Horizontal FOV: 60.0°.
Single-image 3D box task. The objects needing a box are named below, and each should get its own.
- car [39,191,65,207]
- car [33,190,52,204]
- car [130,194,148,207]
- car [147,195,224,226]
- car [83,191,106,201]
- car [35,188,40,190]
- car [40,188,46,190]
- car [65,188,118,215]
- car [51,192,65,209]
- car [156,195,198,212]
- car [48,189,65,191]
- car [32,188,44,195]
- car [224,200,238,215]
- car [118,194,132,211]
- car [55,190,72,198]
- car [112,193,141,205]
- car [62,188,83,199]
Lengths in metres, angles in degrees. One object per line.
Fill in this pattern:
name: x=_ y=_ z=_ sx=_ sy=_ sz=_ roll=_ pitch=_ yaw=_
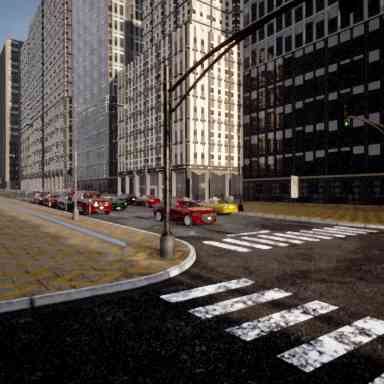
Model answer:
car: x=-14.942 y=0.861 z=36.329 sx=1.887 sy=1.381 sz=4.507 roll=1 pitch=0 yaw=-36
car: x=-18.254 y=0.793 z=40.869 sx=1.802 sy=1.307 sz=4.206 roll=1 pitch=0 yaw=-36
car: x=-4.867 y=0.977 z=36.734 sx=1.802 sy=1.307 sz=4.206 roll=1 pitch=0 yaw=-36
car: x=-0.540 y=1.177 z=20.942 sx=1.882 sy=1.535 sz=5.008 roll=0 pitch=1 yaw=-38
car: x=-14.800 y=0.646 z=50.356 sx=1.947 sy=1.339 sz=4.313 roll=1 pitch=0 yaw=-36
car: x=-34.664 y=-0.105 z=77.599 sx=1.967 sy=1.590 sz=4.097 roll=1 pitch=0 yaw=-36
car: x=-31.355 y=0.104 z=73.059 sx=1.887 sy=1.381 sz=4.507 roll=1 pitch=0 yaw=-36
car: x=-8.316 y=0.841 z=27.248 sx=2.192 sy=1.841 sz=5.009 roll=1 pitch=0 yaw=-36
car: x=-11.632 y=0.987 z=31.790 sx=1.947 sy=1.339 sz=4.313 roll=1 pitch=0 yaw=-36
car: x=-1.556 y=1.065 z=32.193 sx=1.947 sy=1.339 sz=4.313 roll=1 pitch=0 yaw=-36
car: x=-16.859 y=0.673 z=43.398 sx=2.128 sy=1.511 sz=4.902 roll=0 pitch=1 yaw=-36
car: x=-37.974 y=-0.208 z=82.140 sx=1.967 sy=1.590 sz=4.097 roll=1 pitch=0 yaw=-36
car: x=1.725 y=1.127 z=27.844 sx=1.752 sy=1.417 sz=4.829 roll=1 pitch=0 yaw=-36
car: x=-7.684 y=1.073 z=30.750 sx=1.895 sy=1.301 sz=4.718 roll=0 pitch=1 yaw=-36
car: x=-24.832 y=0.289 z=64.115 sx=1.752 sy=1.417 sz=4.829 roll=1 pitch=0 yaw=-36
car: x=-8.178 y=0.855 z=41.274 sx=1.947 sy=1.339 sz=4.313 roll=1 pitch=0 yaw=-36
car: x=-21.416 y=0.186 z=59.435 sx=2.192 sy=1.841 sz=5.009 roll=1 pitch=0 yaw=-36
